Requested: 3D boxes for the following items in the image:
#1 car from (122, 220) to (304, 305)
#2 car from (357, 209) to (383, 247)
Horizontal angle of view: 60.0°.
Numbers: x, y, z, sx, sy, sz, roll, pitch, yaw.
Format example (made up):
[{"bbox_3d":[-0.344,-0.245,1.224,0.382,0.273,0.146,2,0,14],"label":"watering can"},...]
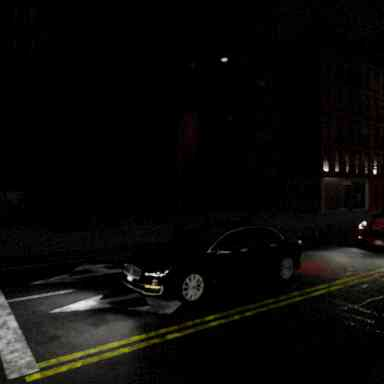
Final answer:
[{"bbox_3d":[0.715,1.507,8.186,4.892,1.490,1.837,0,0,-35],"label":"car"},{"bbox_3d":[8.931,1.357,14.048,4.553,1.767,2.097,0,0,-37],"label":"car"}]
